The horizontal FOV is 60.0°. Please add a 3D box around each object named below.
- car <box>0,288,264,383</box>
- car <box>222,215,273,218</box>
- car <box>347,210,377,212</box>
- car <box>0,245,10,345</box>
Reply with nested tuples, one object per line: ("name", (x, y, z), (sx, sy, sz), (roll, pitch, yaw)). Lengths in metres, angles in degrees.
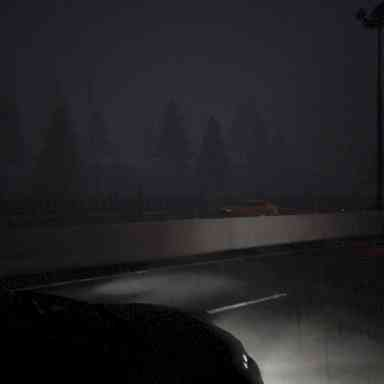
("car", (-1.394, 1.553, 2.583), (4.181, 1.385, 1.994), (0, 0, -35))
("car", (4.427, 1.367, 26.249), (5.008, 1.535, 1.882), (0, 0, -25))
("car", (14.201, 1.409, 26.539), (4.674, 1.442, 1.812), (0, 0, -20))
("car", (-5.148, 1.585, 4.276), (4.718, 1.301, 1.895), (0, 0, -36))
